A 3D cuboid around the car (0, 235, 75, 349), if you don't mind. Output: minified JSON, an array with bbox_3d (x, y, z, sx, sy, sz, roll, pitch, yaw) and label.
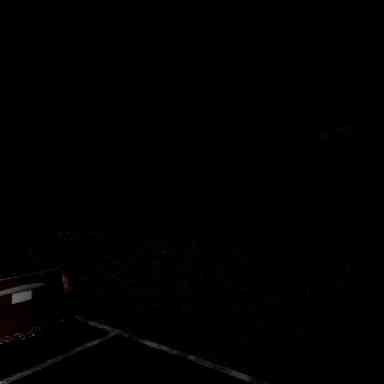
[{"bbox_3d":[-3.866,1.437,5.616,4.097,1.590,1.967,0,-1,36],"label":"car"}]
